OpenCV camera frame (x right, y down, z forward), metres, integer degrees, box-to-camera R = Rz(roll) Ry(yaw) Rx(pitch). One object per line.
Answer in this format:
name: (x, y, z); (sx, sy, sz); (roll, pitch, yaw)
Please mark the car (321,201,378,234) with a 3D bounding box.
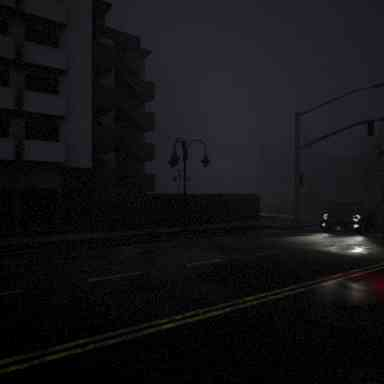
car: (9.204, 1.352, 19.292); (2.097, 1.767, 4.553); (0, 0, 40)
